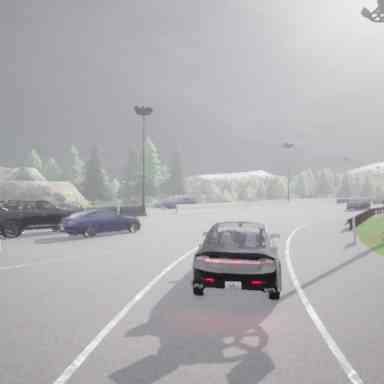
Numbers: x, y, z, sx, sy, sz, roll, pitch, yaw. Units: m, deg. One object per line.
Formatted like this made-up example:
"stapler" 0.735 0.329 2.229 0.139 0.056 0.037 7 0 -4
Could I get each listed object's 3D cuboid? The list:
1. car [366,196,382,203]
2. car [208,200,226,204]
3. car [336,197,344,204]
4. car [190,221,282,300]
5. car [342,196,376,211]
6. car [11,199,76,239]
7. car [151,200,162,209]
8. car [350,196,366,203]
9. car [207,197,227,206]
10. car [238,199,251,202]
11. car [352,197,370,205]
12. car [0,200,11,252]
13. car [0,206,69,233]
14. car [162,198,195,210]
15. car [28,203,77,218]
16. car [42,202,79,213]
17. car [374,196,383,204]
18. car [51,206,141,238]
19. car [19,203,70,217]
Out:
"car" 42.119 1.756 76.730 2.128 1.511 4.902 -1 -1 42
"car" 5.729 2.200 67.577 2.033 1.411 5.357 -1 -1 42
"car" 32.559 1.826 71.304 1.882 1.535 5.008 -1 -1 42
"car" 1.212 1.502 8.513 2.128 1.511 4.902 0 0 11
"car" 21.751 1.646 43.318 2.033 1.411 5.357 -1 -1 42
"car" -9.125 1.431 19.195 2.150 2.045 5.566 -1 -1 42
"car" -4.675 2.117 56.023 2.128 1.511 4.902 -1 -1 42
"car" 39.512 1.823 79.065 2.128 1.511 4.902 -1 -1 42
"car" 5.476 2.084 72.544 2.097 1.767 4.553 -1 -1 42
"car" 11.205 1.947 68.450 2.097 1.767 4.553 -1 -1 42
"car" 35.166 1.805 68.968 2.128 1.511 4.902 -1 -1 42
"car" -8.563 1.311 9.298 2.150 2.045 5.566 -1 -1 41
"car" -11.000 1.777 22.344 1.837 1.490 4.892 -1 -1 42
"car" -1.685 1.782 54.129 2.150 2.045 5.566 -2 -1 42
"car" -15.905 2.054 38.179 1.837 1.490 4.892 -2 -2 42
"car" -18.989 2.243 47.988 4.674 1.442 1.812 0 -1 -34
"car" 37.773 1.752 66.633 2.033 1.411 5.357 -1 -1 42
"car" -5.027 1.668 18.525 1.812 1.442 4.674 -1 -1 42
"car" -18.077 2.147 41.005 2.033 1.411 5.357 -1 -1 42
